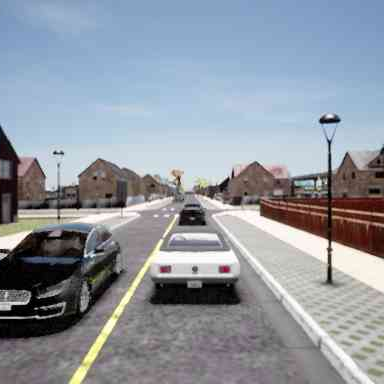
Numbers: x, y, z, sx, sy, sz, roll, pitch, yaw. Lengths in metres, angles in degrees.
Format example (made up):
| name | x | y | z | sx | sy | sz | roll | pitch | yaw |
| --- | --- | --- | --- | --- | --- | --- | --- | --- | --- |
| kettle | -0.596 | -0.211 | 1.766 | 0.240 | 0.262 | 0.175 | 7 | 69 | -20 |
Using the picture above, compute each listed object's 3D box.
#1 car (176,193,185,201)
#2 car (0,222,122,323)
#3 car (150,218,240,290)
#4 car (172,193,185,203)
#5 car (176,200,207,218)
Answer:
| name | x | y | z | sx | sy | sz | roll | pitch | yaw |
| --- | --- | --- | --- | --- | --- | --- | --- | --- | --- |
| car | -2.908 | 1.269 | 83.892 | 2.150 | 2.045 | 5.566 | 0 | 0 | 0 |
| car | -2.861 | 1.514 | 7.513 | 1.837 | 1.490 | 4.892 | 0 | 0 | 0 |
| car | 0.067 | 1.612 | 9.059 | 1.895 | 1.301 | 4.718 | 0 | 0 | 0 |
| car | -2.883 | 1.403 | 68.538 | 2.097 | 1.767 | 4.553 | 0 | 0 | 0 |
| car | 0.035 | 1.525 | 24.127 | 1.837 | 1.490 | 4.892 | 0 | -1 | 0 |
